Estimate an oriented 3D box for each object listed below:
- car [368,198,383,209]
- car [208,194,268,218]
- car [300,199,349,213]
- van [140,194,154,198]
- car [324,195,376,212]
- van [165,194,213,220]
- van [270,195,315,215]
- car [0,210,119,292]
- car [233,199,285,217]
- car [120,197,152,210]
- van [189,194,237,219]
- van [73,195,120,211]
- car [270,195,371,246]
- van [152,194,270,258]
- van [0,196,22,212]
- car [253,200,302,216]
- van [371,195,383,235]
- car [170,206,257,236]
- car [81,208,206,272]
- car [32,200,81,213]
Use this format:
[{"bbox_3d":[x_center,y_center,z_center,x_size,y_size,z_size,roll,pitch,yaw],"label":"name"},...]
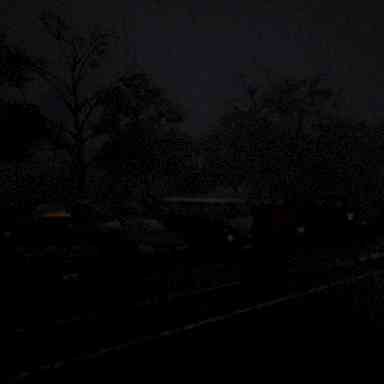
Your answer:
[{"bbox_3d":[29.067,1.745,48.991,2.097,1.535,5.008,1,0,-35],"label":"car"},{"bbox_3d":[4.163,1.223,31.222,2.435,2.045,5.566,1,0,-35],"label":"car"},{"bbox_3d":[15.533,1.597,39.344,2.097,1.535,5.008,1,0,-35],"label":"car"},{"bbox_3d":[-2.563,1.174,26.327,1.878,1.987,4.442,0,0,-35],"label":"van"},{"bbox_3d":[20.062,1.395,42.540,2.435,2.045,5.566,1,0,-35],"label":"car"},{"bbox_3d":[-0.333,1.200,28.200,1.878,1.987,4.442,1,0,-35],"label":"van"},{"bbox_3d":[10.848,1.322,36.159,1.878,1.987,4.442,1,0,-35],"label":"van"},{"bbox_3d":[-4.076,1.495,9.301,2.163,1.488,4.792,0,0,-35],"label":"car"},{"bbox_3d":[6.506,1.499,32.918,2.097,1.535,5.008,1,0,-35],"label":"car"},{"bbox_3d":[-4.768,1.404,24.906,2.097,1.535,5.008,-1,0,-35],"label":"car"},{"bbox_3d":[1.821,1.223,29.734,1.878,1.987,4.442,1,0,-35],"label":"van"},{"bbox_3d":[-6.956,1.198,23.200,1.878,1.987,4.442,-1,0,-35],"label":"van"},{"bbox_3d":[4.924,1.149,15.779,2.435,2.045,5.566,1,0,-35],"label":"car"},{"bbox_3d":[0.497,1.199,12.450,1.878,1.987,4.442,-1,0,-35],"label":"van"},{"bbox_3d":[-11.604,1.238,20.178,1.878,1.987,4.442,-1,0,-35],"label":"van"},{"bbox_3d":[8.761,1.564,34.528,2.002,1.452,4.674,1,0,-35],"label":"car"},{"bbox_3d":[7.269,1.199,17.270,1.878,1.987,4.442,1,0,-35],"label":"van"},{"bbox_3d":[1.301,1.522,18.615,4.718,1.301,1.895,0,0,-35],"label":"car"},{"bbox_3d":[-1.832,1.485,10.938,2.002,1.452,4.674,-1,0,-35],"label":"car"},{"bbox_3d":[-9.170,1.441,21.540,1.946,1.575,5.366,-1,0,-35],"label":"car"}]
